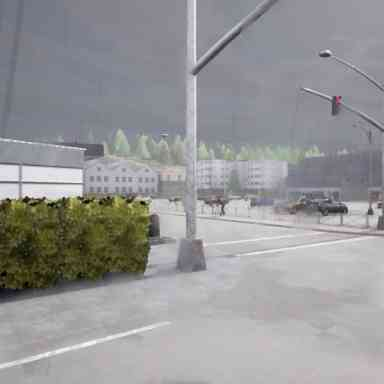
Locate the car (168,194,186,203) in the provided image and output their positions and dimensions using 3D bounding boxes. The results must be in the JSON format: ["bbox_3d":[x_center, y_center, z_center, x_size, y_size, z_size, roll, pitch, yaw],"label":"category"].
[{"bbox_3d":[-2.425,1.097,65.434,4.605,1.855,1.932,0,0,-35],"label":"car"}]

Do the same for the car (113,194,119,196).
[{"bbox_3d":[-19.743,1.334,84.931,4.902,1.511,2.128,0,0,-35],"label":"car"}]

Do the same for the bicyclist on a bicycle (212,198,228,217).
[{"bbox_3d":[2.365,1.301,28.018,1.656,1.620,0.582,0,0,-35],"label":"bicyclist on a bicycle"}]

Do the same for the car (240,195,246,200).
[{"bbox_3d":[13.628,1.154,72.806,5.027,1.636,2.152,0,0,-35],"label":"car"}]

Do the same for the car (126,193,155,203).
[{"bbox_3d":[-9.357,1.361,60.551,3.806,1.475,1.970,0,0,-35],"label":"car"}]

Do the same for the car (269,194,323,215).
[{"bbox_3d":[10.286,1.330,32.485,5.027,1.636,2.152,0,0,-35],"label":"car"}]

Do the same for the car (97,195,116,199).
[{"bbox_3d":[-11.399,1.504,41.331,1.837,1.490,4.892,0,0,-35],"label":"car"}]

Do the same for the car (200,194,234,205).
[{"bbox_3d":[4.119,1.298,54.811,4.514,1.523,2.007,0,0,-35],"label":"car"}]

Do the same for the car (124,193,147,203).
[{"bbox_3d":[-10.758,1.077,63.628,3.866,1.878,1.905,0,0,-35],"label":"car"}]

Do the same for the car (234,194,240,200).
[{"bbox_3d":[9.691,1.232,77.884,3.806,1.475,1.970,0,0,-35],"label":"car"}]

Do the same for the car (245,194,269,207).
[{"bbox_3d":[9.802,1.320,46.591,3.633,1.501,1.845,0,0,-35],"label":"car"}]

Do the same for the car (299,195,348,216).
[{"bbox_3d":[12.124,1.340,29.942,4.514,1.523,2.007,0,0,-35],"label":"car"}]

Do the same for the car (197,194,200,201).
[{"bbox_3d":[1.814,1.298,76.855,4.514,1.523,2.007,0,0,-35],"label":"car"}]

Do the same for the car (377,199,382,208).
[{"bbox_3d":[25.679,1.384,43.044,3.806,1.475,1.970,0,0,-35],"label":"car"}]

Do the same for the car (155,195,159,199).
[{"bbox_3d":[-11.327,1.286,90.768,5.008,1.535,1.882,0,0,-35],"label":"car"}]
